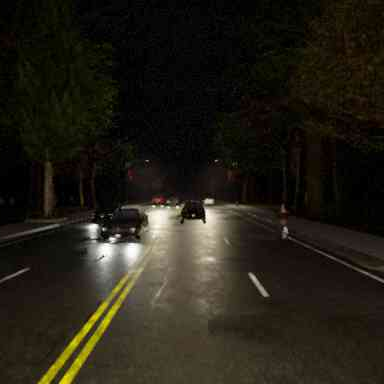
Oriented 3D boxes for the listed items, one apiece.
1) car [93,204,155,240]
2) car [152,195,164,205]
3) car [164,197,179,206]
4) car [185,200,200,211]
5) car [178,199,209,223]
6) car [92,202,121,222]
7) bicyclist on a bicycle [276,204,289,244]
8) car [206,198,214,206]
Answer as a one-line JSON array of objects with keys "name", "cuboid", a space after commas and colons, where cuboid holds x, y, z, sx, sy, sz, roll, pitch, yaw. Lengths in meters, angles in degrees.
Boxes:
[{"name": "car", "cuboid": [-3.351, 1.608, 17.684, 2.033, 1.411, 5.357, 0, 0, 0]}, {"name": "car", "cuboid": [-6.638, 1.574, 65.990, 2.150, 2.045, 5.566, 0, 0, 0]}, {"name": "car", "cuboid": [-3.396, 1.649, 60.028, 2.097, 1.767, 4.553, 0, 0, 0]}, {"name": "car", "cuboid": [0.073, 1.796, 44.993, 1.895, 1.301, 4.718, 0, 0, 0]}, {"name": "car", "cuboid": [0.097, 1.576, 26.842, 1.882, 1.535, 5.008, 0, 0, 0]}, {"name": "car", "cuboid": [-6.600, 1.605, 26.771, 1.837, 1.490, 4.892, 0, -1, 0]}, {"name": "bicyclist on a bicycle", "cuboid": [4.140, 1.422, 15.360, 0.659, 1.776, 1.843, 0, 0, 0]}, {"name": "car", "cuboid": [3.234, 1.846, 63.154, 1.812, 1.442, 4.674, 0, 0, 0]}]
